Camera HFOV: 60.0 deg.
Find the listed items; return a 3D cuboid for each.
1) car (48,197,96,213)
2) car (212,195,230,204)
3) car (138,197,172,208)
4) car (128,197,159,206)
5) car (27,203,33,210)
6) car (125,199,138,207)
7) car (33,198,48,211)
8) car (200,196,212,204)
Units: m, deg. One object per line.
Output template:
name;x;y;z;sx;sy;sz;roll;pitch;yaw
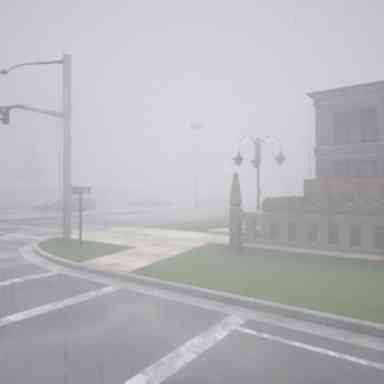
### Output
car;-13.052;1.362;37.117;2.097;1.767;4.553;0;0;36
car;6.321;1.373;63.527;2.097;1.767;4.553;0;0;36
car;-5.098;1.610;48.021;1.895;1.301;4.718;0;0;36
car;-8.092;1.558;55.756;2.033;1.411;5.357;0;0;36
car;-18.227;1.537;41.891;1.812;1.442;4.674;0;0;36
car;-7.857;1.611;50.175;1.895;1.301;4.718;0;0;36
car;-15.792;1.536;39.298;1.812;1.442;4.674;0;0;36
car;3.475;1.557;65.565;1.812;1.442;4.674;0;0;36
